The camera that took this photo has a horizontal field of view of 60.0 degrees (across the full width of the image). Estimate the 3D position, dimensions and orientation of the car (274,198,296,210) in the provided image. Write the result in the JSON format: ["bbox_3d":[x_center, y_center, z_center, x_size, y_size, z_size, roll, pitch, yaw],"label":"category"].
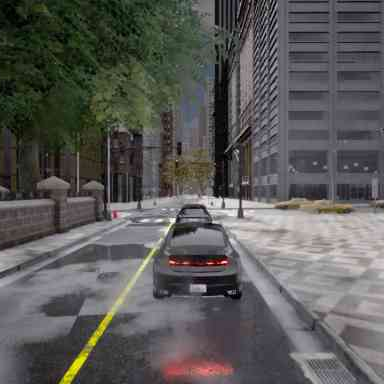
[{"bbox_3d":[12.111,1.330,39.054,4.829,1.417,1.752,-1,1,0],"label":"car"}]

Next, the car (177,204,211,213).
[{"bbox_3d":[0.101,1.441,18.601,2.033,1.649,4.856,0,0,1],"label":"car"}]

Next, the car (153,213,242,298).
[{"bbox_3d":[0.114,1.508,8.471,1.837,1.490,4.892,0,0,0],"label":"car"}]

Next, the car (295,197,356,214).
[{"bbox_3d":[12.411,1.343,30.527,4.829,1.417,1.752,-1,1,0],"label":"car"}]

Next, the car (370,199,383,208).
[{"bbox_3d":[23.452,1.146,38.988,4.829,1.417,1.752,-1,1,0],"label":"car"}]
